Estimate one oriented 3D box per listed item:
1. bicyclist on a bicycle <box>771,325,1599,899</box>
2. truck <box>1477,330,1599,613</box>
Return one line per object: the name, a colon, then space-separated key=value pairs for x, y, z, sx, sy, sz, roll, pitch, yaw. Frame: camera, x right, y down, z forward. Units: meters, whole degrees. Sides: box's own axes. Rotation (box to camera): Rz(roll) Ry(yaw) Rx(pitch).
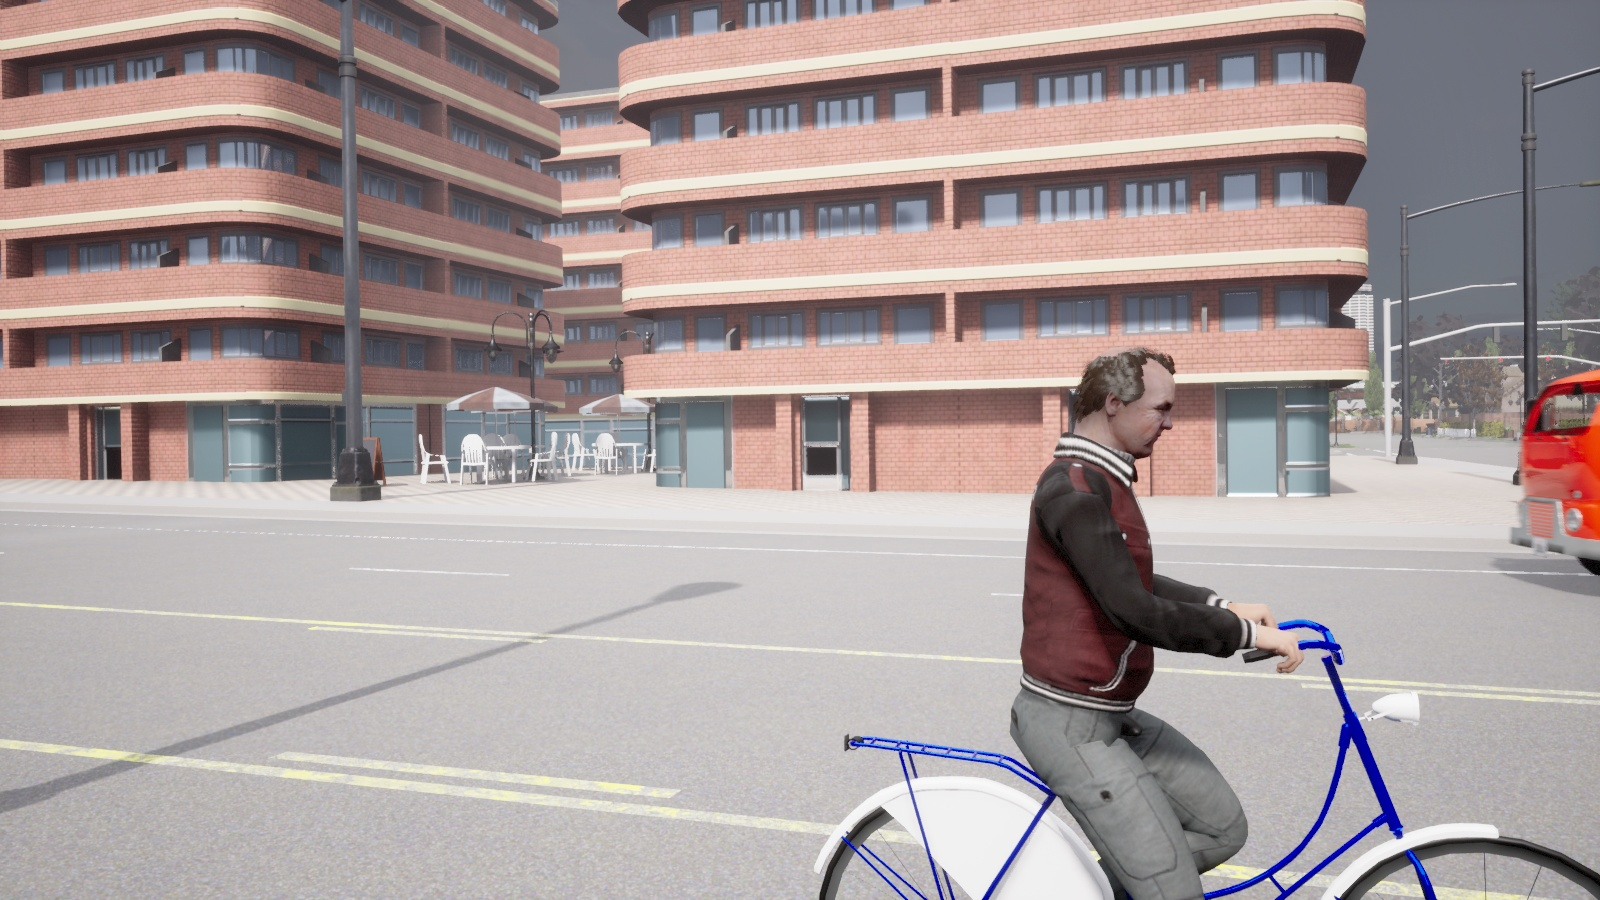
bicyclist on a bicycle: x=0.913 y=0.654 z=2.814 sx=1.843 sy=1.776 sz=0.659 roll=0 pitch=1 yaw=18
truck: x=9.711 y=0.183 z=11.898 sx=5.204 sy=2.467 sz=2.627 roll=0 pitch=0 yaw=8
